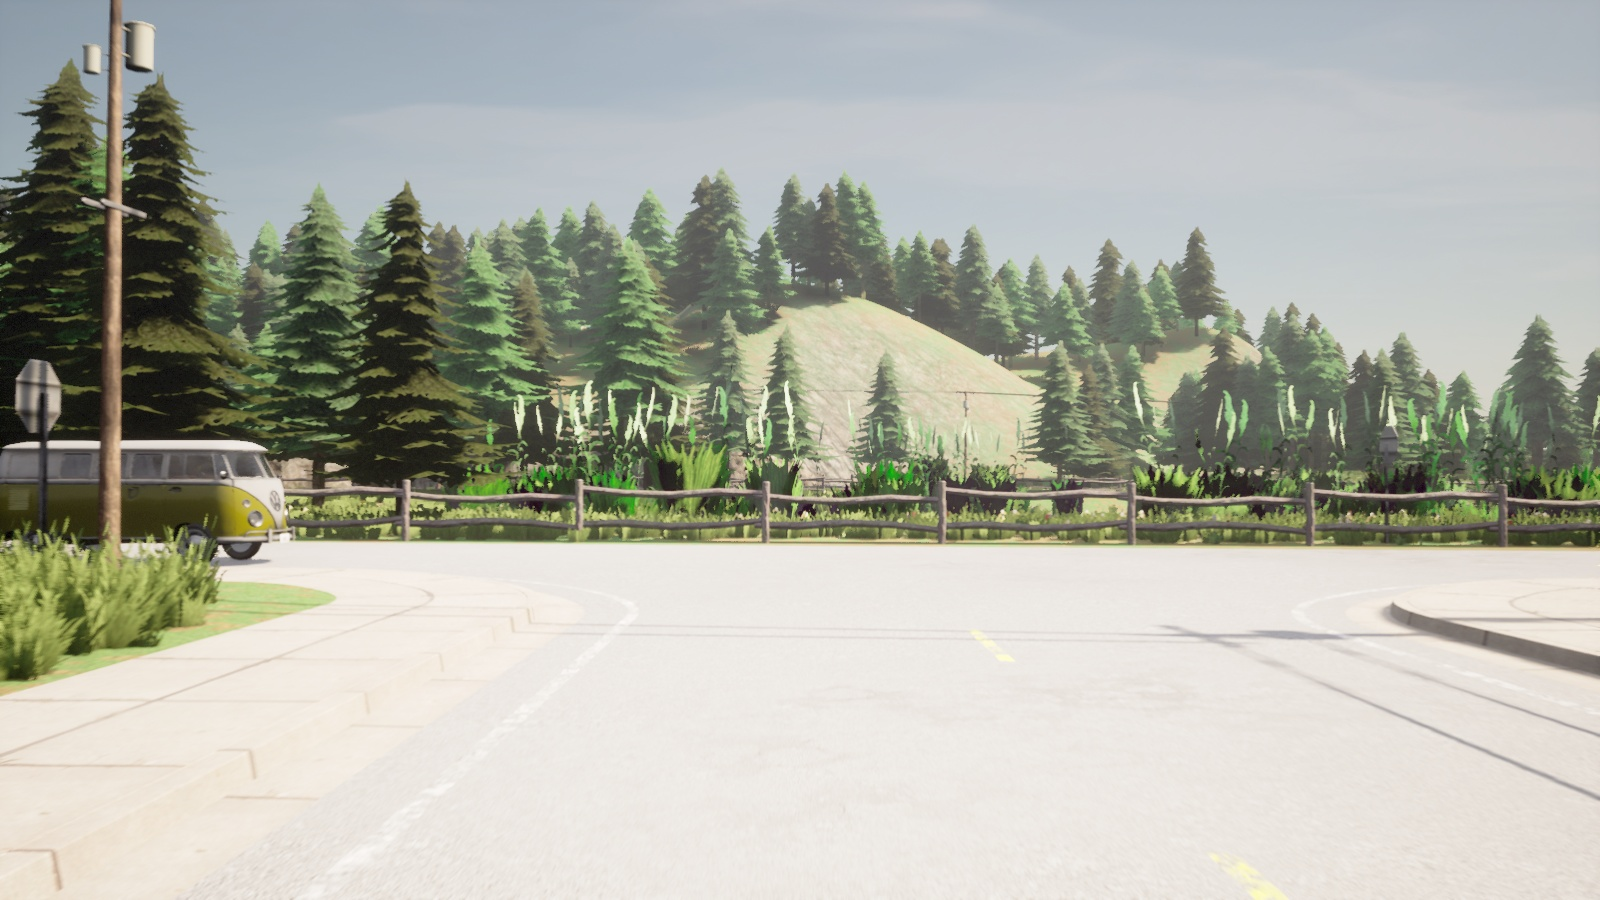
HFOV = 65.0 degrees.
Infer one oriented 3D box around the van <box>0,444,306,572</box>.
[{"bbox_3d":[-10.643,0.919,20.506,4.442,1.987,1.775,0,-1,3],"label":"van"}]
